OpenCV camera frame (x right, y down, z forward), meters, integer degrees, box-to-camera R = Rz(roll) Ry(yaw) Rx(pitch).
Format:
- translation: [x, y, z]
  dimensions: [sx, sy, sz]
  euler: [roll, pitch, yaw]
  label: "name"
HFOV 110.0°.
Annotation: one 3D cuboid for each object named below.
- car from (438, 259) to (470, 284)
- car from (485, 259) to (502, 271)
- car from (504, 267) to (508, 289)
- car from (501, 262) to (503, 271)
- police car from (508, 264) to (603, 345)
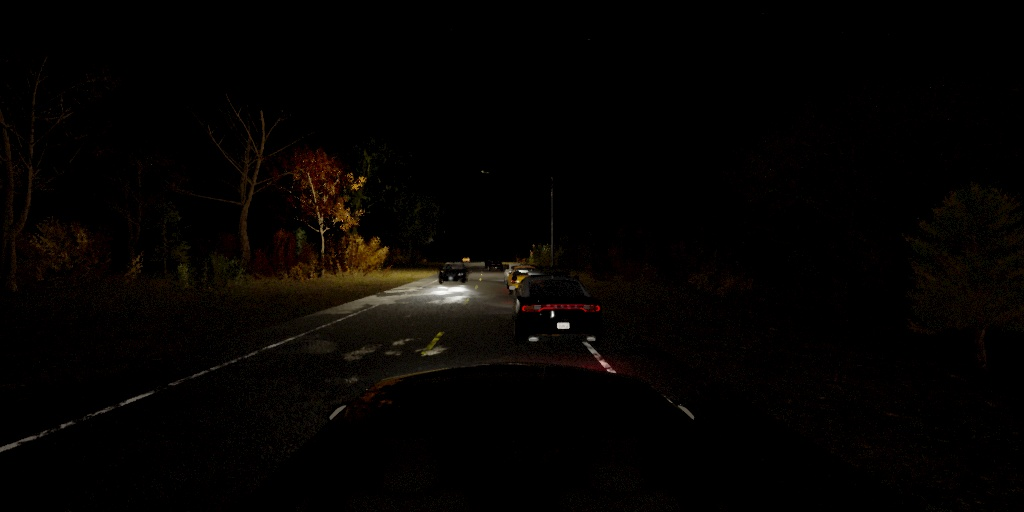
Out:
- translation: [-4.258, 1.233, 26.576]
  dimensions: [2.128, 1.511, 4.902]
  euler: [0, 0, -3]
  label: "car"
- translation: [-2.225, 1.234, 47.620]
  dimensions: [1.837, 1.490, 4.892]
  euler: [0, 0, -5]
  label: "car"
- translation: [0.667, 1.200, 19.795]
  dimensions: [1.801, 1.575, 5.366]
  euler: [0, 0, -2]
  label: "car"
- translation: [0.401, 1.264, 25.633]
  dimensions: [1.812, 1.442, 4.674]
  euler: [0, 0, -3]
  label: "car"
- translation: [0.964, 1.174, 9.663]
  dimensions: [1.930, 1.638, 5.238]
  euler: [0, 0, -1]
  label: "police car"
